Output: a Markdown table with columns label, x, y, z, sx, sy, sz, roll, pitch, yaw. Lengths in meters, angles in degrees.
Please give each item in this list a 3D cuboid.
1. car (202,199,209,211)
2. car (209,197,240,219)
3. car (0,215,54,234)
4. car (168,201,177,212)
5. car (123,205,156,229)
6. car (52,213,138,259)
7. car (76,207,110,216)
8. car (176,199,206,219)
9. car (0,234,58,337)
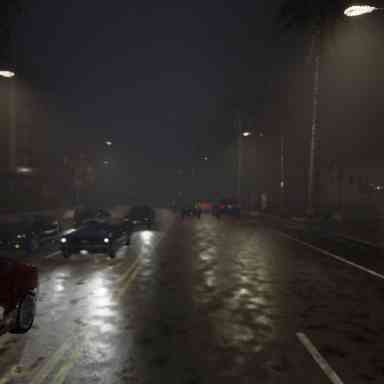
| label | x | y | z | sx | sy | sz | roll | pitch | yaw |
| --- | --- | --- | --- | --- | --- | --- | --- | --- | --- |
| car | 1.543 | 1.769 | 45.539 | 2.097 | 1.767 | 4.553 | 0 | -1 | -13 |
| car | 3.324 | 1.527 | 33.217 | 2.150 | 2.045 | 5.566 | 0 | -1 | -4 |
| car | -7.108 | 1.696 | 14.217 | 1.994 | 1.385 | 4.181 | 0 | -1 | 1 |
| car | -1.962 | 1.963 | 45.178 | 2.033 | 1.411 | 5.357 | 0 | -1 | -14 |
| car | -3.646 | 1.723 | 23.708 | 1.837 | 1.490 | 4.892 | 0 | -1 | 0 |
| car | -3.611 | 1.725 | 13.339 | 1.895 | 1.301 | 4.718 | 0 | -1 | 0 |
| car | -7.152 | 1.787 | 24.239 | 1.994 | 1.385 | 4.181 | 0 | -1 | 0 |
| car | -0.197 | 1.799 | 33.305 | 2.128 | 1.511 | 4.902 | 0 | 0 | -4 |
| car | -3.597 | 1.566 | 4.191 | 1.812 | 1.442 | 4.674 | 0 | -1 | 0 |
